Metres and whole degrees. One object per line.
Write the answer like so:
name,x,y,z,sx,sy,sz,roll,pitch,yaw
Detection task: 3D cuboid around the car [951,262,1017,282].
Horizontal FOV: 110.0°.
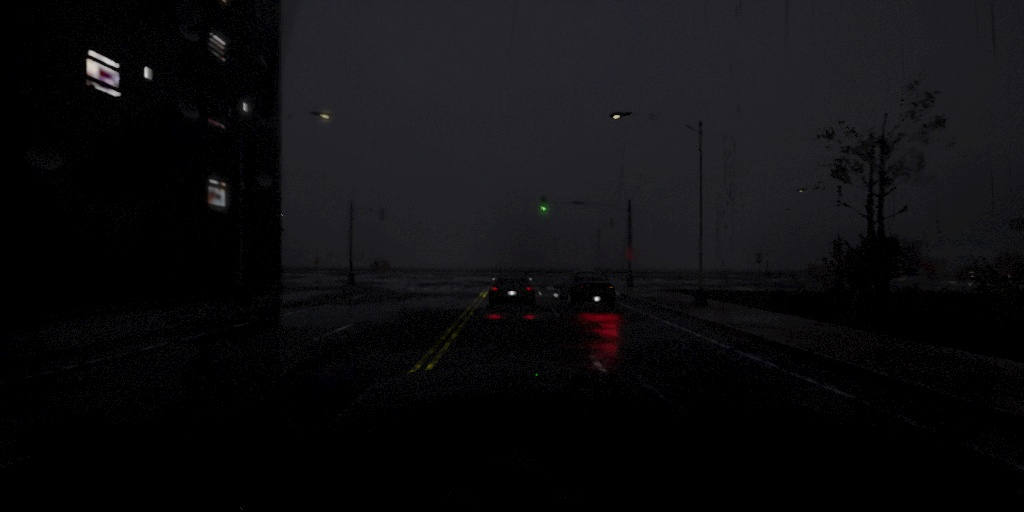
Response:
car,50.827,1.714,38.412,5.566,2.045,2.150,1,0,2

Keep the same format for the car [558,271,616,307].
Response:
car,3.252,1.389,16.139,1.837,1.490,4.892,0,0,0

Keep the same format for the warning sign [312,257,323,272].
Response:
warning sign,-23.475,0.972,43.131,1.060,1.860,1.300,0,0,1

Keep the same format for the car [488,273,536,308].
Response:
car,0.003,1.445,16.116,1.994,1.385,4.181,0,0,0

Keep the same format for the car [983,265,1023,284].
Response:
car,50.291,1.982,35.179,5.008,1.535,1.882,1,0,2
